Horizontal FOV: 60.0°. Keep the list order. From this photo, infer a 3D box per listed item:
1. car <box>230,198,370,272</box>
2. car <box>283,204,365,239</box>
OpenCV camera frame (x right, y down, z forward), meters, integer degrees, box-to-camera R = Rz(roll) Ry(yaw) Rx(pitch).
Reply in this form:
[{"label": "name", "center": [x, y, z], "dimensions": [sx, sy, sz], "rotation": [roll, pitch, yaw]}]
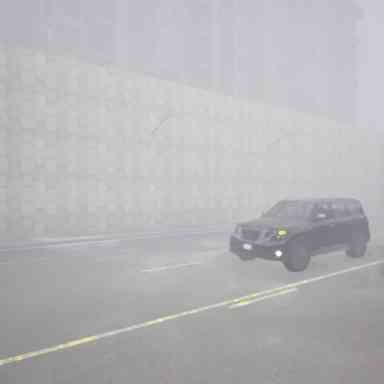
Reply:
[{"label": "car", "center": [3.805, 1.223, 11.170], "dimensions": [5.566, 2.045, 2.150], "rotation": [0, 0, -37]}, {"label": "car", "center": [7.245, 1.503, 18.038], "dimensions": [4.892, 1.490, 1.837], "rotation": [0, 0, -36]}]
